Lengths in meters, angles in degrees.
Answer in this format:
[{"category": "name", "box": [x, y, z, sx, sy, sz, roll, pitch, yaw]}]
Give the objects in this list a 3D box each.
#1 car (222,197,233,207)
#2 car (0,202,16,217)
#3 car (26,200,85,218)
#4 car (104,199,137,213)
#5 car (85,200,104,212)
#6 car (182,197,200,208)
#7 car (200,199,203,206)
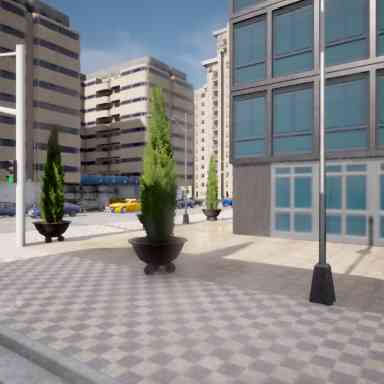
[{"category": "car", "box": [6.445, 1.533, 50.548, 1.882, 1.535, 5.008, 0, 0, 35]}, {"category": "car", "box": [-17.121, 1.603, 29.725, 2.033, 1.411, 5.357, 0, 0, 35]}, {"category": "car", "box": [-12.465, 1.581, 30.207, 1.812, 1.442, 4.674, 0, 0, 35]}, {"category": "car", "box": [-7.143, 1.533, 37.756, 1.882, 1.535, 5.008, 0, 0, 35]}, {"category": "car", "box": [-11.786, 1.619, 37.254, 1.994, 1.385, 4.181, 0, 0, 35]}, {"category": "car", "box": [-1.365, 1.581, 45.885, 1.812, 1.442, 4.674, 0, 0, 35]}, {"category": "car", "box": [-0.008, 1.581, 53.809, 1.812, 1.442, 4.674, 0, 0, 36]}]
